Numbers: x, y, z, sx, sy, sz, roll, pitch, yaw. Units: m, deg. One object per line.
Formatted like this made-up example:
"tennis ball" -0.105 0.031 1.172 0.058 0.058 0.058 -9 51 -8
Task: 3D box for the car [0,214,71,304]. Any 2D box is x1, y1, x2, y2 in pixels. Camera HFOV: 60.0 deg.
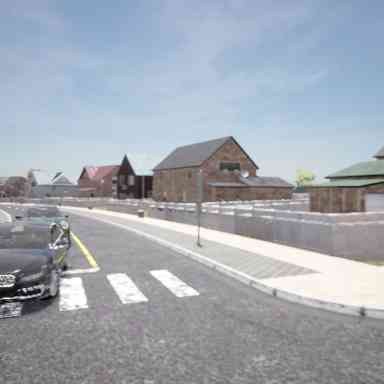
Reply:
"car" -4.145 1.503 8.140 1.837 1.490 4.892 1 -1 -15

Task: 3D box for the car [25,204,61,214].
"car" -6.881 1.403 15.362 2.097 1.767 4.553 0 -1 -25
